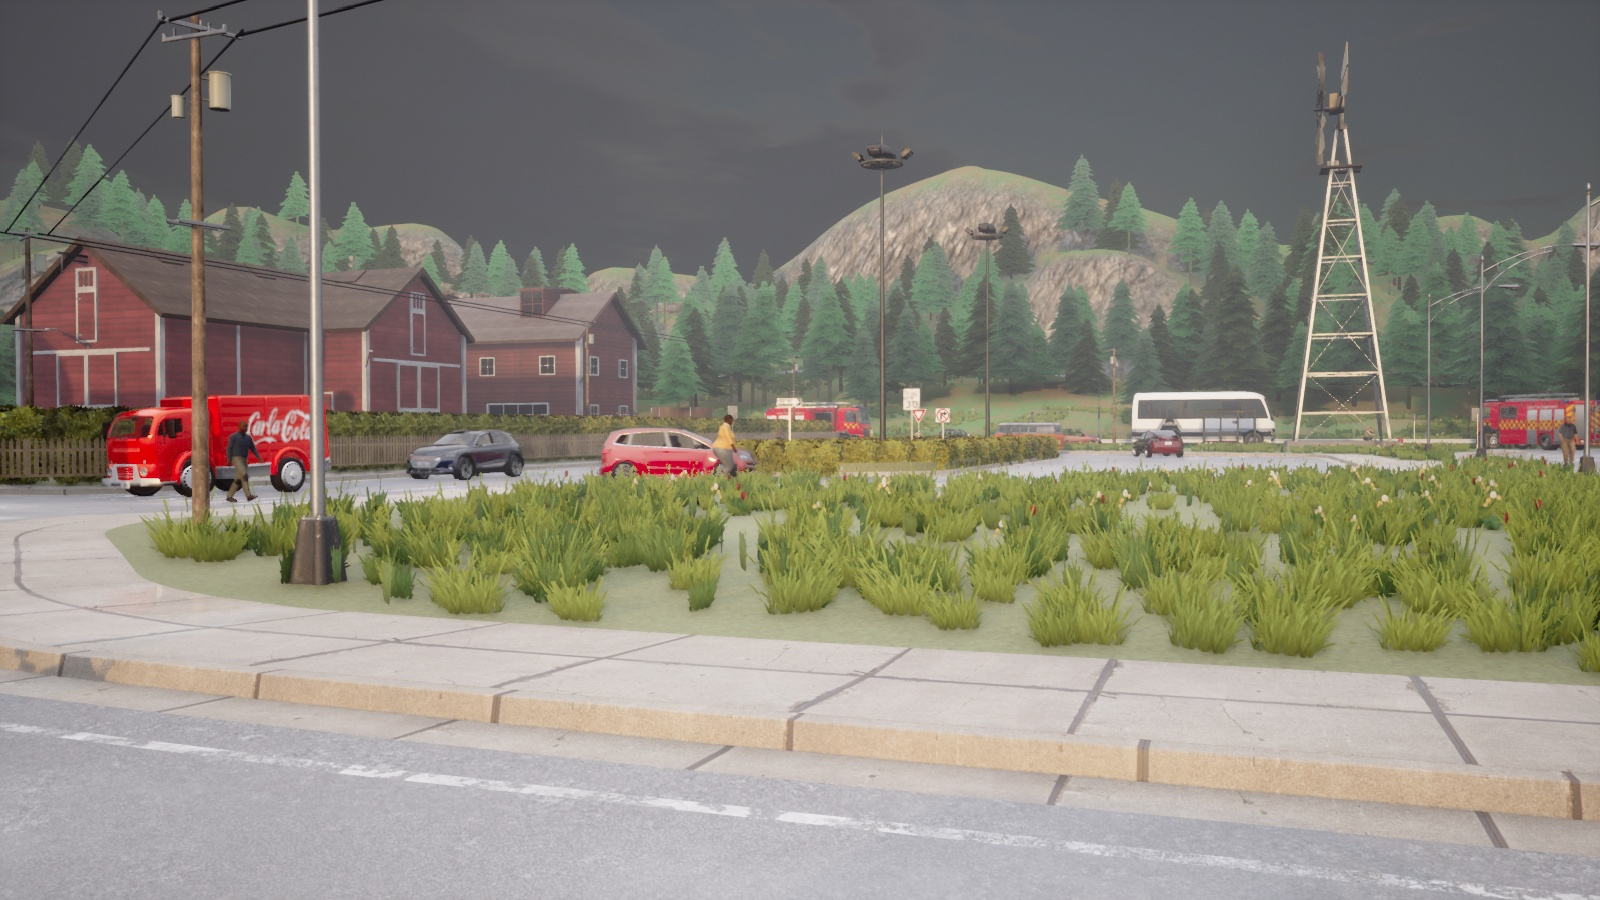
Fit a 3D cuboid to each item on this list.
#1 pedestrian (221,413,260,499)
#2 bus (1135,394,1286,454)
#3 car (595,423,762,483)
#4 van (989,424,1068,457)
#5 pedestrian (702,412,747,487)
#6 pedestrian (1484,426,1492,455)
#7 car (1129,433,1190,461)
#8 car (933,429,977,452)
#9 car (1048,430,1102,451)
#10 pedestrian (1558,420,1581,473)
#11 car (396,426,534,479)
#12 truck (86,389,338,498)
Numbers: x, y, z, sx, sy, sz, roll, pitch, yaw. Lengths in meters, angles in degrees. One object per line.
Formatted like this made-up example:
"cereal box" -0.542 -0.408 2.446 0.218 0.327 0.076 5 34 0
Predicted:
"pedestrian" -12.099 0.131 27.164 0.726 1.835 0.370 1 1 24
"bus" 30.149 -1.915 92.322 10.273 4.253 3.944 1 1 20
"car" -3.496 0.067 36.868 4.611 1.667 2.242 0 1 2
"van" 14.079 -0.610 77.556 4.442 1.987 1.775 1 1 33
"pedestrian" -1.904 -0.031 31.581 0.900 1.855 0.874 0 1 -19
"pedestrian" 43.623 -0.630 79.643 0.370 1.835 0.726 1 1 31
"car" 19.692 -0.205 69.047 2.163 1.488 4.792 0 1 3
"car" 11.503 -0.720 92.947 1.851 1.617 3.988 1 1 29
"car" 20.916 -0.727 95.545 3.988 1.617 1.851 0 1 12
"pedestrian" 27.099 -0.124 44.221 0.540 1.848 0.694 1 1 20
"car" -10.995 0.050 41.583 2.033 1.649 4.856 1 1 20
"truck" -14.672 -0.257 31.743 2.627 2.467 5.204 0 3 25
